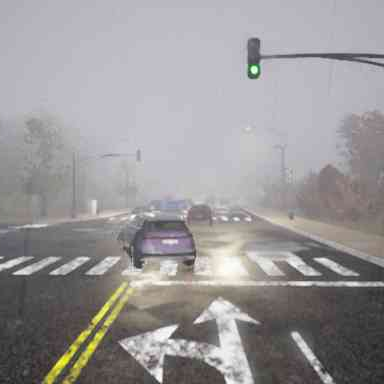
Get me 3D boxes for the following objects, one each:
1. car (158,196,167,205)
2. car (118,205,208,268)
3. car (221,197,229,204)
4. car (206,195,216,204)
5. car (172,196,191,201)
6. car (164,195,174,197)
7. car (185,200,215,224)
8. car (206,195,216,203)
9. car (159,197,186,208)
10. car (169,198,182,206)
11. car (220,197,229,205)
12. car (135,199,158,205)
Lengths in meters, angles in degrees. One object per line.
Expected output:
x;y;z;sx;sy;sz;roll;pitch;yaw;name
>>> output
-4.934;1.780;46.823;1.882;1.535;5.008;0;0;4;car
-1.348;1.512;11.797;2.033;1.649;4.856;2;-1;-19;car
7.878;1.937;79.240;1.837;1.490;4.892;0;0;7;car
4.646;1.668;79.579;2.150;2.045;5.566;0;0;7;car
-1.586;1.786;48.129;1.882;1.535;5.008;0;0;4;car
-4.095;1.579;57.430;2.150;2.045;5.566;0;0;5;car
0.679;1.660;26.820;1.882;1.535;5.008;0;0;2;car
3.544;1.958;69.376;1.994;1.385;4.181;0;0;6;car
-2.195;1.732;38.659;1.882;1.535;5.008;0;0;3;car
-3.312;1.957;66.110;1.994;1.385;4.181;0;0;6;car
6.778;1.997;69.070;1.895;1.301;4.718;0;0;6;car
-5.476;1.815;37.945;1.994;1.385;4.181;0;0;4;car
